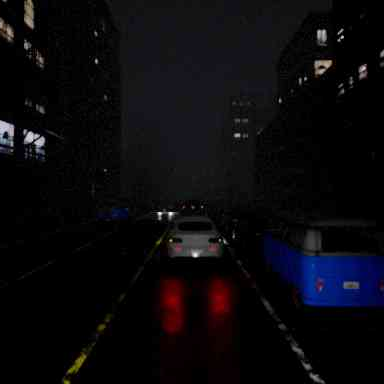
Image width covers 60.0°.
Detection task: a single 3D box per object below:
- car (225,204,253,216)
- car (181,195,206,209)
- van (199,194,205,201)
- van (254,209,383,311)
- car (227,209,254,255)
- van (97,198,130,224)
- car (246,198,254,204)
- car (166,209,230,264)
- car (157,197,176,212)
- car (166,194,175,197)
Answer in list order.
[{"bbox_3d":[2.699,1.588,18.802,1.947,1.339,4.313,0,0,0],"label":"car"},{"bbox_3d":[0.097,1.393,30.991,2.097,1.767,4.553,0,0,0],"label":"car"},{"bbox_3d":[2.713,1.534,90.774,1.690,1.788,3.998,0,0,0],"label":"van"},{"bbox_3d":[2.698,1.349,7.478,1.690,1.788,3.998,0,0,0],"label":"van"},{"bbox_3d":[2.698,1.581,13.139,1.947,1.339,4.313,0,0,0],"label":"car"},{"bbox_3d":[-5.680,1.372,24.465,1.690,1.788,3.998,0,0,0],"label":"van"},{"bbox_3d":[13.481,1.720,67.188,5.009,1.841,2.192,1,-1,-1],"label":"car"},{"bbox_3d":[0.087,1.539,11.807,1.812,1.442,4.674,0,0,0],"label":"car"},{"bbox_3d":[-3.077,1.605,39.703,2.033,1.411,5.357,0,0,0],"label":"car"},{"bbox_3d":[-5.670,1.724,79.514,1.947,1.339,4.313,0,0,0],"label":"car"}]
